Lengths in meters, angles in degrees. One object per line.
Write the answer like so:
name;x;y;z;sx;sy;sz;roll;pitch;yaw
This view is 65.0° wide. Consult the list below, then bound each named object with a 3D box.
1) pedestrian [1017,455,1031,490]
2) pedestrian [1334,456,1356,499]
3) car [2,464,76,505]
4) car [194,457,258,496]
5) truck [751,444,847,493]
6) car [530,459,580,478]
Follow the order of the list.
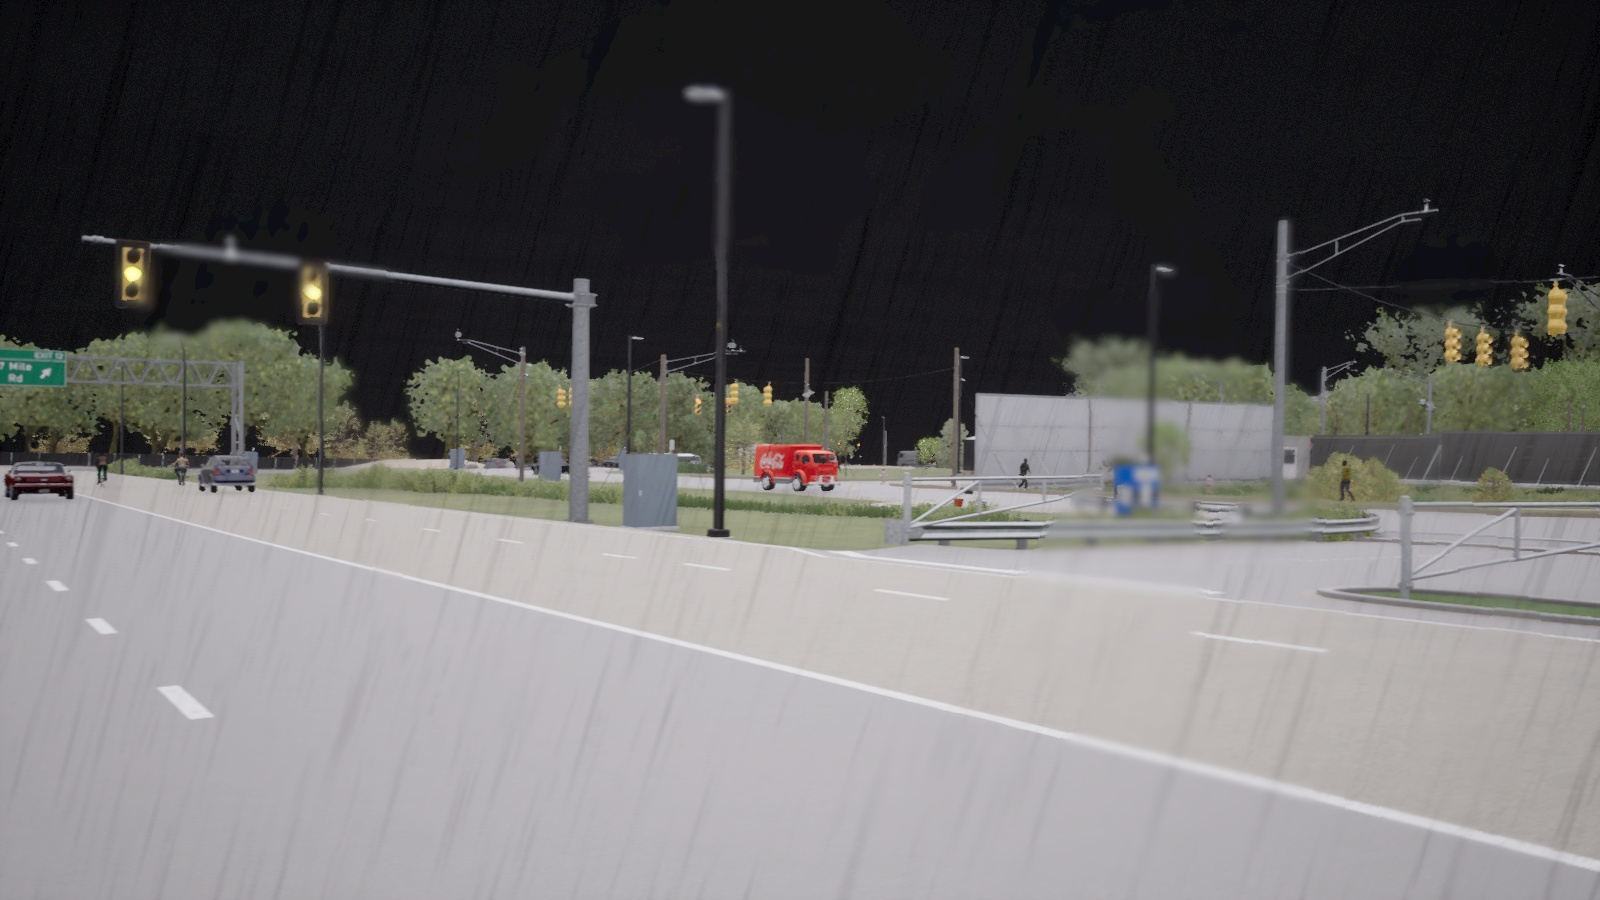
pedestrian;12.648;1.245;70.836;0.395;1.930;0.692;0;1;-35
pedestrian;23.511;1.187;54.175;0.370;1.835;0.726;0;1;-36
car;-26.617;1.172;43.862;1.895;1.301;4.718;0;0;-35
car;-23.898;1.072;52.200;1.789;1.549;3.705;0;0;-35
truck;-0.109;0.940;66.542;2.627;2.467;5.204;0;0;-34
car;-18.058;1.367;92.313;1.895;1.301;4.718;0;0;-35
